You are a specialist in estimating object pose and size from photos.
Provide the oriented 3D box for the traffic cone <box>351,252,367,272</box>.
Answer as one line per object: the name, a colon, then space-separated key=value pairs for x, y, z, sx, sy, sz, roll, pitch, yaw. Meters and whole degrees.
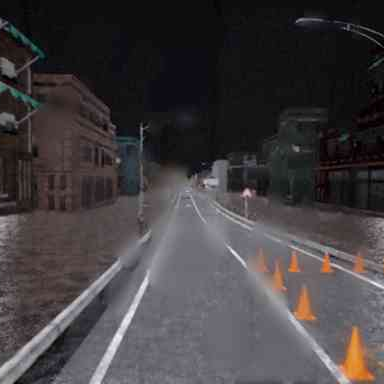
traffic cone: x=5.141 y=2.141 z=10.234 sx=0.340 sy=0.580 sz=0.340 roll=1 pitch=-1 yaw=0

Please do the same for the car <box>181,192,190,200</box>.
car: x=-1.422 y=0.897 z=76.150 sx=1.837 sy=1.490 sz=4.892 roll=1 pitch=2 yaw=-1

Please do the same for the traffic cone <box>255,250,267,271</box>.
traffic cone: x=2.144 y=2.104 z=10.269 sx=0.340 sy=0.580 sz=0.340 roll=1 pitch=-1 yaw=1

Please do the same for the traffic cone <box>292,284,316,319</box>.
traffic cone: x=2.109 y=2.041 z=6.260 sx=0.340 sy=0.580 sz=0.340 roll=1 pitch=-1 yaw=1

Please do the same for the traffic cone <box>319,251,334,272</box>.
traffic cone: x=4.143 y=2.128 z=10.244 sx=0.340 sy=0.580 sz=0.340 roll=1 pitch=-1 yaw=1

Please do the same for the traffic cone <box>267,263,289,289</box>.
traffic cone: x=2.127 y=2.070 z=8.262 sx=0.340 sy=0.580 sz=0.340 roll=1 pitch=-1 yaw=1

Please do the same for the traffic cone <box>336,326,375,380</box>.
traffic cone: x=2.090 y=2.018 z=4.260 sx=0.340 sy=0.580 sz=0.340 roll=1 pitch=-1 yaw=1

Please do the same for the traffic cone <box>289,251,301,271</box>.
traffic cone: x=3.144 y=2.116 z=10.254 sx=0.340 sy=0.580 sz=0.340 roll=1 pitch=-1 yaw=1
